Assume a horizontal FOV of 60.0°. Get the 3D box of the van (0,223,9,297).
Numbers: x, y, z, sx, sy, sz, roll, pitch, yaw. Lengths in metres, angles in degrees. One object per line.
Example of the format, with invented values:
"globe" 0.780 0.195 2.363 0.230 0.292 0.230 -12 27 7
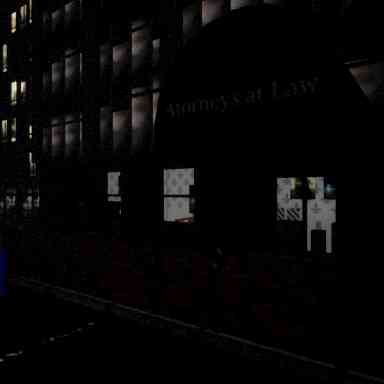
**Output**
"van" -5.363 1.341 6.694 3.998 1.788 1.690 0 0 35
